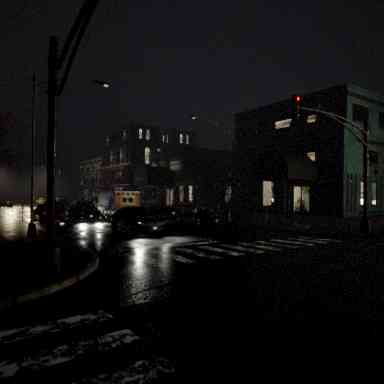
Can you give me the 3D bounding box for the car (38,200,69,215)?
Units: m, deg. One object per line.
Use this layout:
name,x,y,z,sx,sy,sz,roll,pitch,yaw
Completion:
car,-15.217,1.642,36.271,2.128,1.511,4.902,1,-1,-34

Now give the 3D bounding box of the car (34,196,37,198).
car,-31.988,1.945,70.585,1.752,1.417,4.829,1,-1,-35

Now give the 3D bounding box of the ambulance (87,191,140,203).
ambulance,-6.965,1.181,29.793,2.351,2.431,6.366,1,-1,-35

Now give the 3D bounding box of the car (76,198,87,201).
car,-12.844,1.574,43.127,2.192,1.841,5.009,1,-1,-35

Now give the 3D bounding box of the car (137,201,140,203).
car,-2.714,1.742,28.593,1.947,1.339,4.313,1,-1,-35

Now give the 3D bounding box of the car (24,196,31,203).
car,-38.216,1.788,79.571,2.192,1.841,5.009,1,-1,-35

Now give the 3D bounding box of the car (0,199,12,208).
car,-29.191,1.738,51.844,1.752,1.417,4.829,1,-1,-35

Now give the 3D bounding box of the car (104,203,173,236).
car,-3.157,1.578,18.890,1.812,1.442,4.674,1,-1,-33

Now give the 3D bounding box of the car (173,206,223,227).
car,0.409,1.701,24.088,2.008,1.369,4.403,1,-1,-35

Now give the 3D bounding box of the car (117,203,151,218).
car,-5.837,1.783,33.096,1.802,1.307,4.206,1,-1,-35

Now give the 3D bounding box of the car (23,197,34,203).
car,-41.381,2.051,84.130,2.008,1.369,4.403,1,-1,-35

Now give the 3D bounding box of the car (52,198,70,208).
car,-22.402,1.778,56.761,1.967,1.590,4.097,1,-1,-35

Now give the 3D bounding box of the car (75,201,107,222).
car,-8.806,1.662,26.993,1.994,1.385,4.181,1,-1,-35

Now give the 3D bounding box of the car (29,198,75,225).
car,-10.416,1.492,24.542,1.967,1.590,4.097,1,-1,-35
